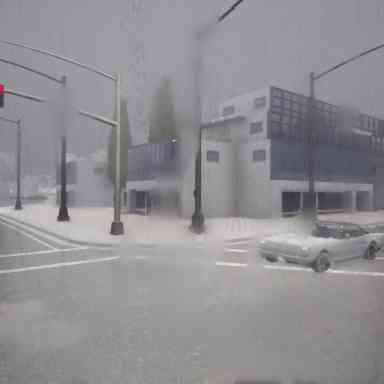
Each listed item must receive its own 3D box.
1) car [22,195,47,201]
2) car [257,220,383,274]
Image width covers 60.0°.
[{"bbox_3d":[-38.830,1.431,83.064,4.902,1.511,2.128,0,0,6],"label":"car"},{"bbox_3d":[4.302,1.632,10.847,4.718,1.301,1.895,0,0,-38],"label":"car"}]
